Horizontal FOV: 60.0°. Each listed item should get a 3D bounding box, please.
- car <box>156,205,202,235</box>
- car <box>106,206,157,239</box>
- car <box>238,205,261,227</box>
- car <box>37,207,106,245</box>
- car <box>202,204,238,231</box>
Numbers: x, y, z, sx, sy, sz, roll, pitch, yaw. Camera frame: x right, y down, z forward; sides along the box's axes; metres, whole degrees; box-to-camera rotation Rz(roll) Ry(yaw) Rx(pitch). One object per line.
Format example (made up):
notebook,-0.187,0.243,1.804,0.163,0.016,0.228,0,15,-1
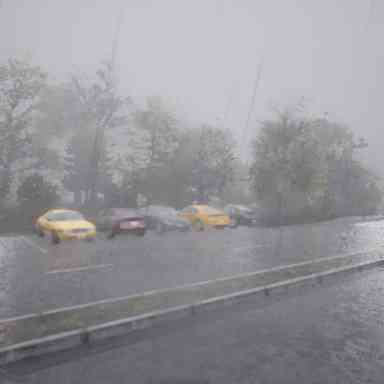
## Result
car,-1.934,1.590,19.879,2.231,1.521,4.892,0,0,-36
car,-4.186,1.608,18.299,2.163,1.488,4.792,1,0,-36
car,2.556,1.609,23.070,2.231,1.521,4.892,0,0,-36
car,-6.307,1.558,16.520,1.946,1.575,5.366,1,0,-36
car,0.314,1.600,21.469,2.097,1.535,5.008,0,0,-36
